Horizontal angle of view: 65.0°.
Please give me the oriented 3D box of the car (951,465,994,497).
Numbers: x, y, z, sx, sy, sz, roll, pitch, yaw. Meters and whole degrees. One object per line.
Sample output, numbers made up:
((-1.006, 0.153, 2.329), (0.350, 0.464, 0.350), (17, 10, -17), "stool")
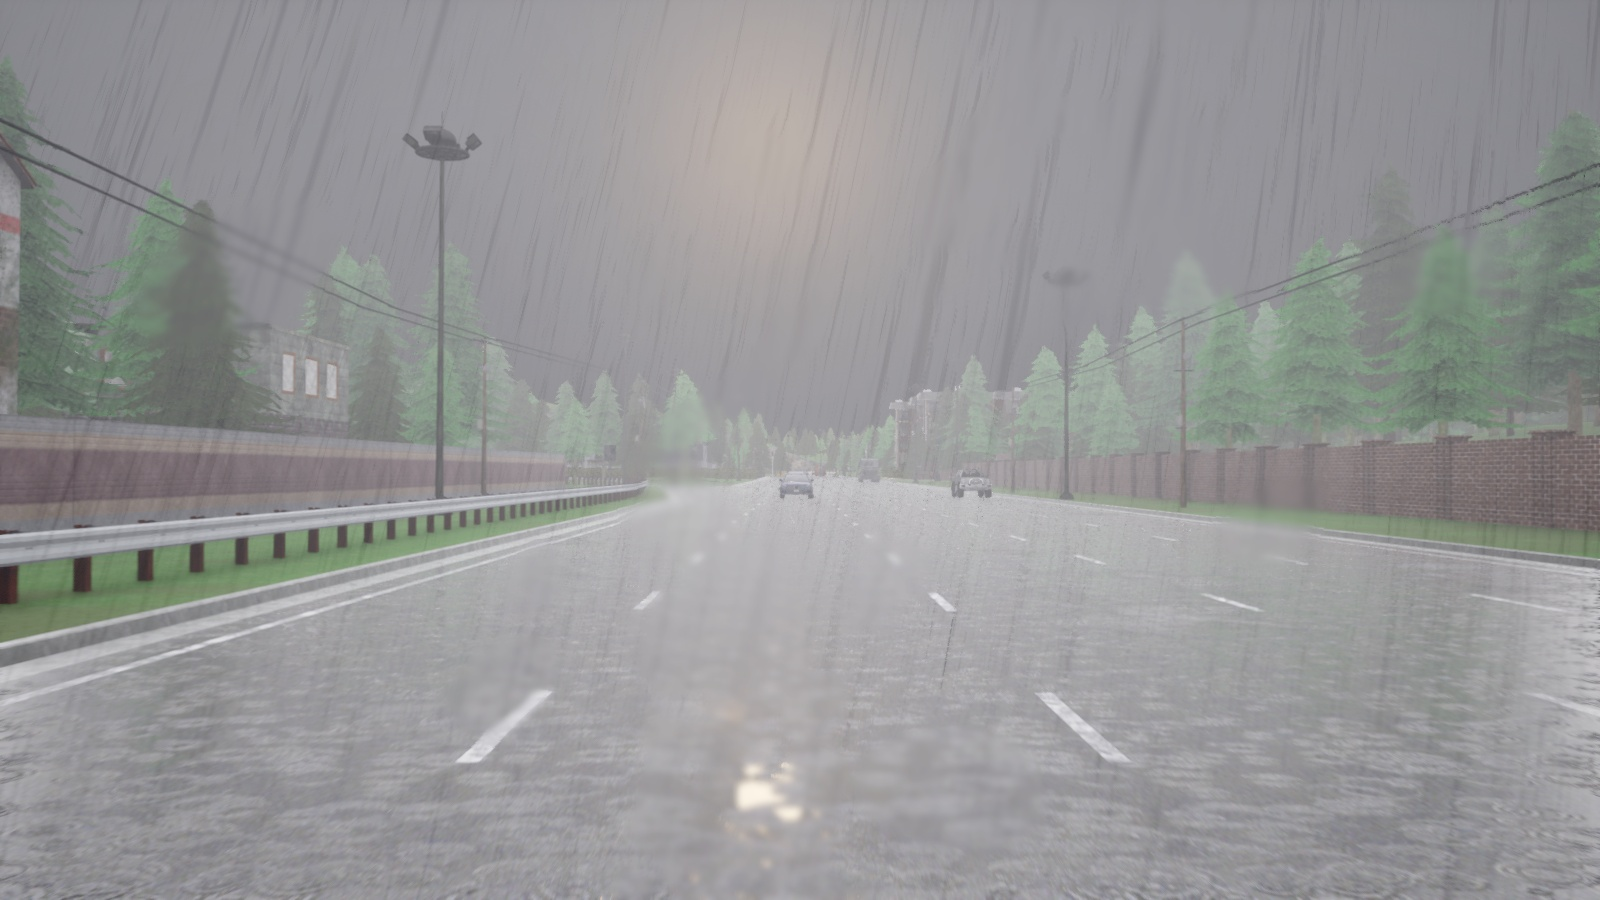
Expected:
((10.309, 1.854, 75.486), (1.932, 1.855, 4.605), (0, -1, 0), "car")

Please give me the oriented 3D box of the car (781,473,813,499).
((-0.182, 2.050, 72.219), (1.812, 1.442, 4.674), (0, -1, 0), "car")
